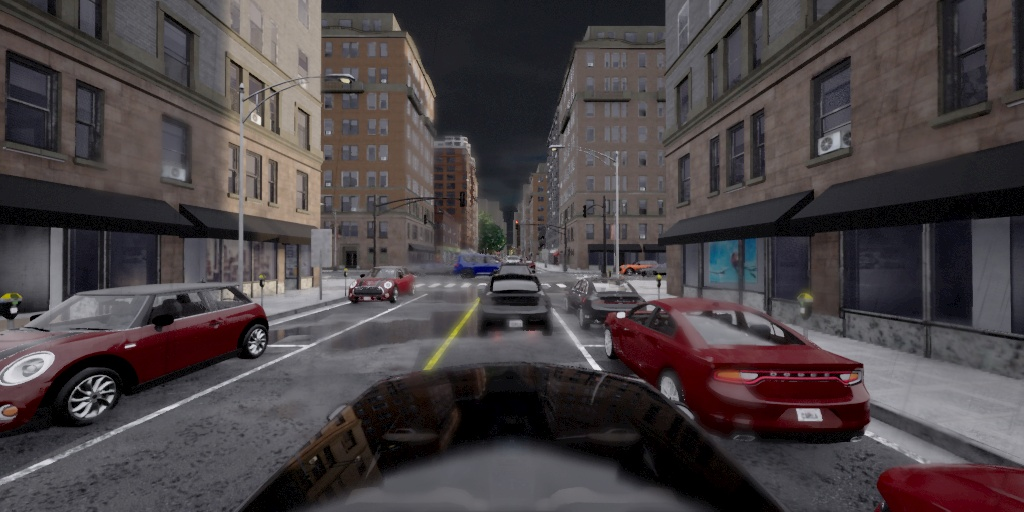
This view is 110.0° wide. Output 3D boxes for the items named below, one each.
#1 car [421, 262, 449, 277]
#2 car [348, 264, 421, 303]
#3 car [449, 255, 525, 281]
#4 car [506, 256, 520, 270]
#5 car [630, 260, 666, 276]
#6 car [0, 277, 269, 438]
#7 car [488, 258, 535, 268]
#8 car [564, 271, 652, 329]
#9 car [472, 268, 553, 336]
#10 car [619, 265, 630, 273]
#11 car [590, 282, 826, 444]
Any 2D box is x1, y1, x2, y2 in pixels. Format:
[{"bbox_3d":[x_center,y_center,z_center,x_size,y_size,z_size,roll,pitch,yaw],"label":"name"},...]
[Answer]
[{"bbox_3d":[-7.352,1.278,33.852,5.357,1.411,2.033,0,0,-18],"label":"car"},{"bbox_3d":[-5.832,1.195,16.451,1.967,1.591,4.097,0,0,0],"label":"car"},{"bbox_3d":[-1.990,0.934,29.291,5.566,2.045,2.150,0,0,0],"label":"car"},{"bbox_3d":[0.081,1.020,55.710,2.150,2.045,5.566,0,0,-1],"label":"car"},{"bbox_3d":[15.195,1.394,36.062,5.357,1.411,2.033,0,0,0],"label":"car"},{"bbox_3d":[-5.851,1.190,5.464,1.967,1.591,4.097,0,0,0],"label":"car"},{"bbox_3d":[0.123,1.108,17.788,2.097,1.767,4.553,0,0,0],"label":"car"},{"bbox_3d":[2.685,1.303,10.949,2.007,1.370,4.403,0,0,0],"label":"car"},{"bbox_3d":[0.058,1.257,10.374,1.837,1.490,4.892,0,0,-1],"label":"car"},{"bbox_3d":[14.030,1.221,39.324,4.553,1.767,2.097,0,0,0],"label":"car"},{"bbox_3d":[2.676,1.296,5.457,1.888,1.381,4.507,0,0,0],"label":"car"}]
